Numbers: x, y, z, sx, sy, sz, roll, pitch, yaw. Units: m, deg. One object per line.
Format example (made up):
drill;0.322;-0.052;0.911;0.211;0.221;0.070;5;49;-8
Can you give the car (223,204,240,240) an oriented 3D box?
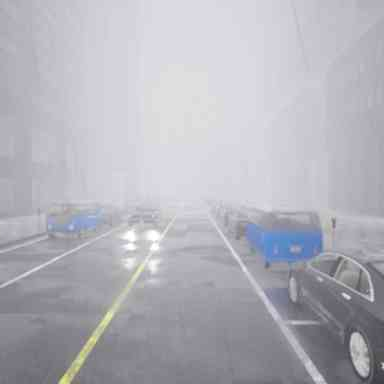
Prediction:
car;2.794;1.490;16.390;1.887;1.381;4.507;0;0;0

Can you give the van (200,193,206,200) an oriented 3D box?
van;2.927;1.087;89.427;1.690;1.788;3.998;0;0;0

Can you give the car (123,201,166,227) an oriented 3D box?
car;-3.058;1.527;22.393;1.895;1.301;4.718;0;0;0

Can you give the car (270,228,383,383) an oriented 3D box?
car;2.773;1.533;5.153;2.008;1.369;4.403;0;0;0

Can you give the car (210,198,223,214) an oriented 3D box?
car;2.814;1.460;27.620;2.008;1.369;4.403;0;0;0

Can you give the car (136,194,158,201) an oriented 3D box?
car;-5.691;1.190;38.867;2.192;1.841;5.009;0;0;0

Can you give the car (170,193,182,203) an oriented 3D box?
car;-2.892;1.350;64.770;2.033;1.411;5.357;0;0;1

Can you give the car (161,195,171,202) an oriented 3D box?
car;-5.629;1.351;72.581;1.947;1.339;4.313;0;0;0

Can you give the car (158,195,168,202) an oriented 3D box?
car;-5.660;1.394;55.725;1.947;1.339;4.313;0;0;0

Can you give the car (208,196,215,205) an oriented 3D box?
car;2.825;1.417;33.415;1.752;1.417;4.829;0;0;0

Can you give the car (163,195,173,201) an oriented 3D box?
car;-5.619;1.338;78.200;1.947;1.339;4.313;0;0;0

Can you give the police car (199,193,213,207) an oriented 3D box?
police car;2.457;1.272;48.645;1.930;1.638;5.238;0;0;0

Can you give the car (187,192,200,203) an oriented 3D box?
car;0.123;1.330;66.025;1.812;1.442;4.674;0;0;0

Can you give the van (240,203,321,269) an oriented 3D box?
van;2.783;1.305;10.770;1.690;1.788;3.998;0;0;0

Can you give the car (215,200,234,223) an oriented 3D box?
car;2.804;1.472;22.008;1.887;1.381;4.507;0;0;0

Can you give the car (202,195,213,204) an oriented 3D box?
car;2.876;1.358;61.336;1.887;1.381;4.507;0;0;0

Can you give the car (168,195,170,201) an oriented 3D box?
car;-5.650;1.339;61.173;1.752;1.417;4.829;0;0;0

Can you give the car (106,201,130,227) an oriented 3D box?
car;-5.721;1.478;22.013;2.008;1.369;4.403;0;0;0

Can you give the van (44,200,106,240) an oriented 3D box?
van;-5.731;1.287;16.393;1.690;1.788;3.998;0;0;0

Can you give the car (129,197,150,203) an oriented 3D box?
car;-5.701;1.443;33.250;2.008;1.369;4.403;0;0;0
